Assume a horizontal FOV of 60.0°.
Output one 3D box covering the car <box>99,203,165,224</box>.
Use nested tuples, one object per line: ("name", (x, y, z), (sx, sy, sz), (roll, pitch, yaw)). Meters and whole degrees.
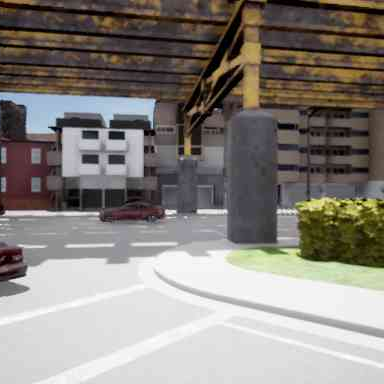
("car", (-4.248, 1.497, 23.774), (4.674, 1.442, 1.812), (0, 0, -9))

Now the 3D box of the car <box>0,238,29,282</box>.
("car", (-6.293, 1.531, 8.507), (5.357, 1.411, 2.033), (0, 0, 37))
